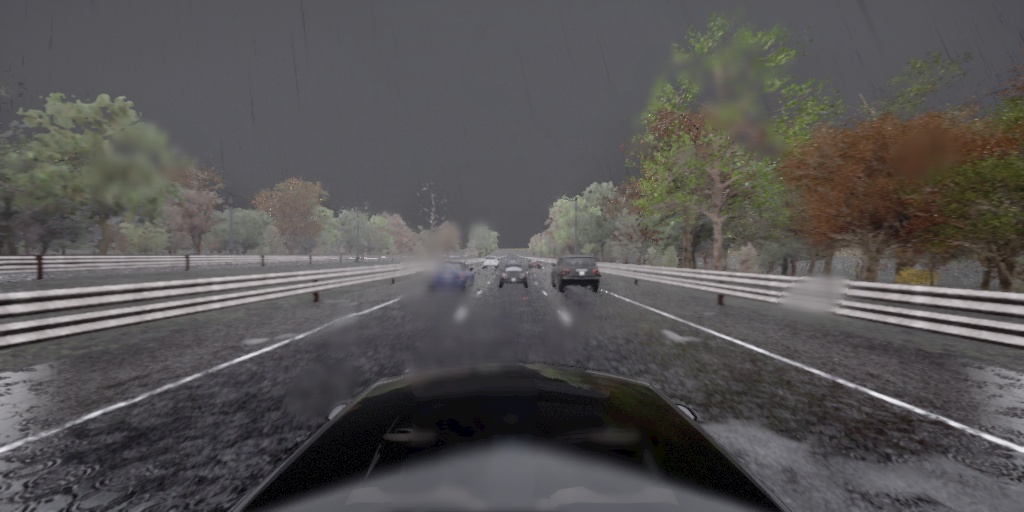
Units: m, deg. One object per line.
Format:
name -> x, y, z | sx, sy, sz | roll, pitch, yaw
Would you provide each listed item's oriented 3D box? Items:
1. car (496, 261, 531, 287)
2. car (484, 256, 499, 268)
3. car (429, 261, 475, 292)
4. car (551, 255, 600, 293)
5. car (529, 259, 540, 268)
car -> 0.099, 1.274, 24.261 | 1.812, 1.442, 4.674 | 0, 0, 0
car -> -3.393, 0.968, 58.743 | 2.150, 2.045, 5.566 | 0, 0, 0
car -> -3.408, 1.100, 21.235 | 2.097, 1.767, 4.553 | 0, 0, 0
car -> 3.597, 0.972, 21.118 | 2.150, 2.045, 5.566 | 0, 0, 0
car -> 3.608, 1.271, 59.086 | 1.812, 1.442, 4.674 | 0, 0, 0
